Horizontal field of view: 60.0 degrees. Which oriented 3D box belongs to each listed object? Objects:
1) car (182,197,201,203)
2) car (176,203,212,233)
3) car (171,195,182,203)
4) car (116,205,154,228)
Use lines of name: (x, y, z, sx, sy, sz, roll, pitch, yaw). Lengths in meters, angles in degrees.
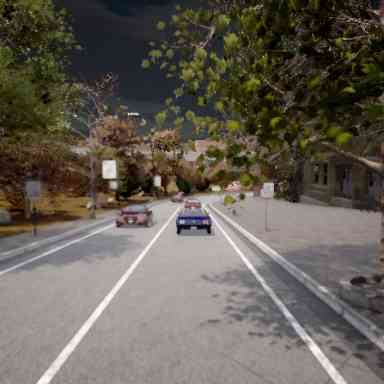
car: (0.108, 1.461, 37.227, 1.812, 1.442, 4.674, 0, 0, 0)
car: (0.098, 1.567, 19.342, 1.895, 1.301, 4.718, 0, 0, 0)
car: (-2.737, 1.304, 62.592, 1.882, 1.535, 5.008, 1, 1, 6)
car: (-3.600, 1.526, 21.541, 1.994, 1.385, 4.181, 0, 0, 0)
